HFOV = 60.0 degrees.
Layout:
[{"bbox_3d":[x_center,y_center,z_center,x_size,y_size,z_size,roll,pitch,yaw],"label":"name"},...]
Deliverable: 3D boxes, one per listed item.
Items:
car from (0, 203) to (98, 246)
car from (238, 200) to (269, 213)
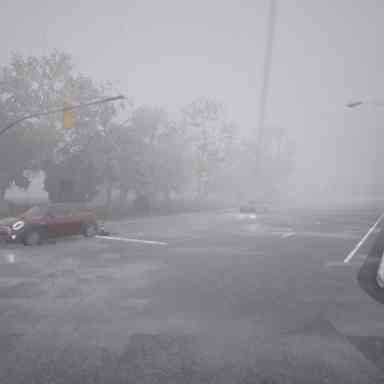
[{"bbox_3d":[-6.623,1.331,15.321,2.097,1.767,4.553,0,0,32],"label":"car"},{"bbox_3d":[6.804,1.574,36.583,1.895,1.301,4.718,0,0,32],"label":"car"}]
